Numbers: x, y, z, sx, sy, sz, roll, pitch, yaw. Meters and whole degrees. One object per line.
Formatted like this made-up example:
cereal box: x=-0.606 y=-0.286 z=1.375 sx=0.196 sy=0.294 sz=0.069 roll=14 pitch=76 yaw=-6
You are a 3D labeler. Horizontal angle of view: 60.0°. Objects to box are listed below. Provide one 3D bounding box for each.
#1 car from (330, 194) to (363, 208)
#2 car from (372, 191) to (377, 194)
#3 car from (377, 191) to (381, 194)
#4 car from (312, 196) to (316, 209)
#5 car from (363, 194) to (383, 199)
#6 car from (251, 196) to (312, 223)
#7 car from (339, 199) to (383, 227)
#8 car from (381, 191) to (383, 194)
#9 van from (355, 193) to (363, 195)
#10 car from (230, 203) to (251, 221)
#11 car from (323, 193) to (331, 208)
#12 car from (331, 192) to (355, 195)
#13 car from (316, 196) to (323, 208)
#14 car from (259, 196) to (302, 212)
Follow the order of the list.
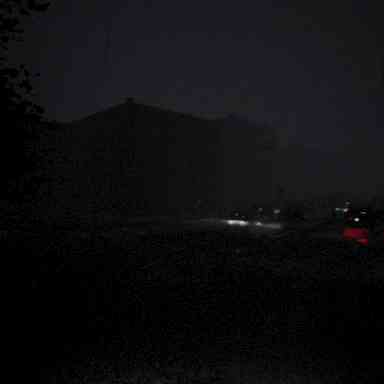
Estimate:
car: x=20.822 y=1.411 z=44.698 sx=1.837 sy=1.490 sz=4.892 roll=-1 pitch=-1 yaw=44
car: x=31.592 y=1.047 z=62.840 sx=4.553 sy=1.767 sz=2.185 roll=-1 pitch=0 yaw=43
car: x=33.530 y=1.012 z=64.803 sx=4.553 sy=1.767 sz=2.185 roll=-1 pitch=0 yaw=43
car: x=12.690 y=1.528 z=42.767 sx=5.008 sy=1.535 sz=2.097 roll=-1 pitch=0 yaw=43
car: x=24.934 y=1.373 z=44.646 sx=2.033 sy=1.411 sz=5.357 roll=-1 pitch=0 yaw=44
car: x=7.291 y=1.439 z=26.934 sx=4.553 sy=1.767 sz=2.097 roll=-1 pitch=0 yaw=-41
car: x=12.082 y=1.501 z=23.211 sx=1.837 sy=1.490 sz=4.892 roll=-1 pitch=0 yaw=39
car: x=35.406 y=1.106 z=66.824 sx=4.892 sy=1.521 sz=2.231 roll=-1 pitch=0 yaw=43
van: x=26.022 y=1.053 z=56.723 sx=4.442 sy=1.987 sz=1.878 roll=-1 pitch=0 yaw=43
car: x=5.257 y=1.693 z=29.113 sx=4.181 sy=1.385 sz=1.994 roll=-1 pitch=0 yaw=-40
car: x=16.498 y=1.339 z=46.752 sx=4.553 sy=1.767 sz=2.185 roll=-1 pitch=0 yaw=43
car: x=22.131 y=1.105 z=52.811 sx=5.566 sy=2.045 sz=2.435 roll=-1 pitch=0 yaw=43
car: x=14.587 y=1.537 z=44.766 sx=4.674 sy=1.452 sz=2.002 roll=-1 pitch=0 yaw=43
car: x=10.818 y=1.428 z=40.734 sx=4.553 sy=1.767 sz=2.185 roll=-1 pitch=0 yaw=43
